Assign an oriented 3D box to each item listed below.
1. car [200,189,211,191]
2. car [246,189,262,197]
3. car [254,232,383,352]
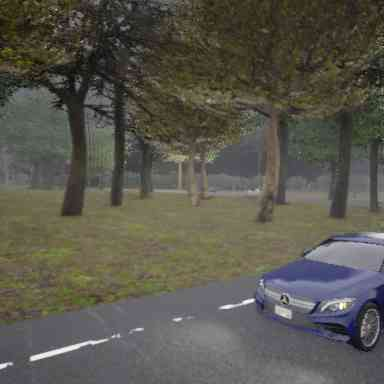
[{"bbox_3d":[3.472,-0.380,72.567,1.994,1.385,4.181,1,1,-32],"label":"car"},{"bbox_3d":[11.614,0.153,59.474,1.812,1.442,4.674,1,2,-31],"label":"car"},{"bbox_3d":[3.259,1.537,6.313,4.674,1.442,1.812,0,0,-35],"label":"car"}]
